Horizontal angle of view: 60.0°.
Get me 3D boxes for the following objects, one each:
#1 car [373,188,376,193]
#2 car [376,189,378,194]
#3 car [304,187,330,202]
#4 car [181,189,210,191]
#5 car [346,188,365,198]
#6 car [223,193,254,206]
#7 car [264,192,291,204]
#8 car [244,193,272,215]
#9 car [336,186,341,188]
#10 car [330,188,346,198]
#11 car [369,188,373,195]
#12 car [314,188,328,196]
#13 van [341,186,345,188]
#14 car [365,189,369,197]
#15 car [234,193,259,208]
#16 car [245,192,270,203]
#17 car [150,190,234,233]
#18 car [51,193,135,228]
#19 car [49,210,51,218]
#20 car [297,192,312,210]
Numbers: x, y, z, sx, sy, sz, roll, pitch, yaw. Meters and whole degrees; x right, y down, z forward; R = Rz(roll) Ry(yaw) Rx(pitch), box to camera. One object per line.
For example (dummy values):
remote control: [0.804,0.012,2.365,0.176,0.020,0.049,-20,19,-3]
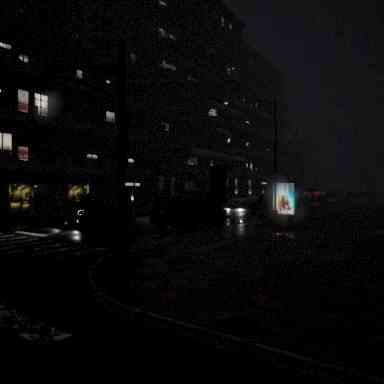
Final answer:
car: [38.135,-0.012,72.198,1.887,1.381,4.507,1,2,35]
car: [44.506,-0.221,81.280,2.008,1.369,4.403,1,2,35]
car: [17.609,0.276,47.480,2.150,2.045,5.566,0,1,35]
car: [-0.063,0.764,27.855,2.150,2.045,5.566,0,1,36]
car: [28.577,0.308,58.575,1.887,1.381,4.507,1,2,35]
car: [5.748,0.828,40.630,2.008,1.369,4.403,2,2,35]
car: [11.406,0.730,44.135,1.994,1.385,4.181,0,1,36]
car: [6.274,1.068,26.789,1.947,1.339,4.313,1,2,35]
car: [34.417,-0.240,81.486,1.967,1.590,4.097,2,2,35]
car: [25.045,0.405,58.080,1.895,1.301,4.718,0,1,35]
car: [34.949,0.095,67.657,1.887,1.381,4.507,1,2,35]
car: [28.046,-0.026,72.406,1.967,1.590,4.097,2,2,35]
van: [37.603,-0.447,86.023,1.690,1.788,3.998,2,2,35]
car: [31.763,0.097,63.113,1.967,1.590,4.097,1,2,35]
car: [5.587,0.883,35.894,1.812,1.442,4.674,0,1,35]
car: [8.933,0.753,45.170,1.802,1.307,4.206,2,2,35]
car: [-0.097,1.025,17.701,2.192,1.841,5.009,1,2,35]
car: [-5.602,1.074,19.968,2.097,1.767,4.553,0,1,35]
car: [-6.991,1.009,22.464,2.192,1.841,5.009,1,2,35]
car: [9.460,0.964,31.331,1.947,1.339,4.313,1,2,35]
